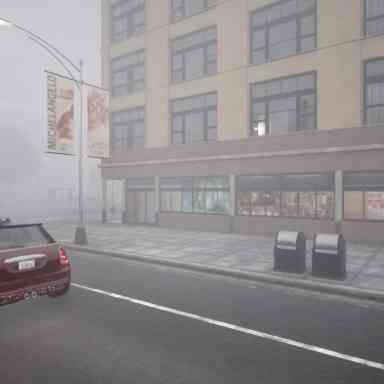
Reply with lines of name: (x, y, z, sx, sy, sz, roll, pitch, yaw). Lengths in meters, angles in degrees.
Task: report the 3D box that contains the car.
car: (-4.756, 1.352, 7.367, 4.553, 1.767, 2.097, 0, 0, 36)
